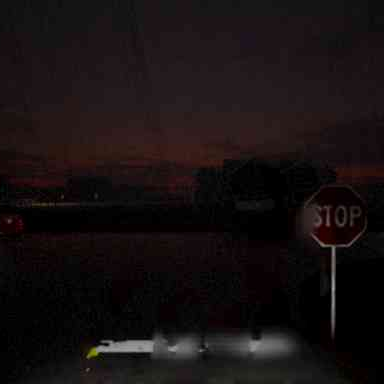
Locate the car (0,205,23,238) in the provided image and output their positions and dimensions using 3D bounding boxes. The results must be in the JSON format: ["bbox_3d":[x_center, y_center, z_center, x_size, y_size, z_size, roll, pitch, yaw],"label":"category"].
[{"bbox_3d":[-10.667,1.397,16.032,4.553,1.767,2.097,0,1,11],"label":"car"}]
